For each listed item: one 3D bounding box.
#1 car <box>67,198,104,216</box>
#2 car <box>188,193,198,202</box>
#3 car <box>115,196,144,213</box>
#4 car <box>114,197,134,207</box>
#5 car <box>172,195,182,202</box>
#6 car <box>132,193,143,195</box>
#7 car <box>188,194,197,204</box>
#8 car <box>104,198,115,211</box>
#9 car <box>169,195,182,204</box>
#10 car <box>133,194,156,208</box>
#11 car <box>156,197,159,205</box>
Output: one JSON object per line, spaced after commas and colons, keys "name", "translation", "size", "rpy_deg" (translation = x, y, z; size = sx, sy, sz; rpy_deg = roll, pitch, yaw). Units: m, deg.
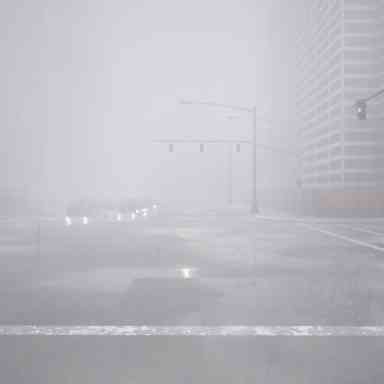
{"name": "car", "translation": [-10.572, 1.352, 32.716], "size": [2.097, 1.767, 4.553], "rpy_deg": [0, 0, 1]}
{"name": "car", "translation": [0.148, 1.184, 74.335], "size": [2.097, 1.767, 4.553], "rpy_deg": [0, 0, 0]}
{"name": "car", "translation": [-7.024, 1.505, 37.830], "size": [1.837, 1.490, 4.892], "rpy_deg": [0, 0, 0]}
{"name": "car", "translation": [-10.492, 1.547, 51.759], "size": [2.033, 1.411, 5.357], "rpy_deg": [0, 0, 0]}
{"name": "car", "translation": [-3.352, 1.354, 74.372], "size": [2.128, 1.511, 4.902], "rpy_deg": [0, 0, 0]}
{"name": "car", "translation": [-10.432, 1.477, 62.040], "size": [1.882, 1.535, 5.008], "rpy_deg": [0, 0, 0]}
{"name": "car", "translation": [0.127, 1.547, 64.081], "size": [2.033, 1.411, 5.357], "rpy_deg": [0, 0, 0]}
{"name": "car", "translation": [-10.514, 1.477, 41.848], "size": [1.882, 1.535, 5.008], "rpy_deg": [0, 0, 0]}
{"name": "car", "translation": [-3.373, 1.491, 64.088], "size": [2.128, 1.511, 4.902], "rpy_deg": [0, 0, 0]}
{"name": "car", "translation": [-7.001, 1.491, 48.181], "size": [2.128, 1.511, 4.902], "rpy_deg": [0, 0, 0]}
{"name": "car", "translation": [-6.963, 1.601, 58.505], "size": [1.895, 1.301, 4.718], "rpy_deg": [0, 0, 0]}
